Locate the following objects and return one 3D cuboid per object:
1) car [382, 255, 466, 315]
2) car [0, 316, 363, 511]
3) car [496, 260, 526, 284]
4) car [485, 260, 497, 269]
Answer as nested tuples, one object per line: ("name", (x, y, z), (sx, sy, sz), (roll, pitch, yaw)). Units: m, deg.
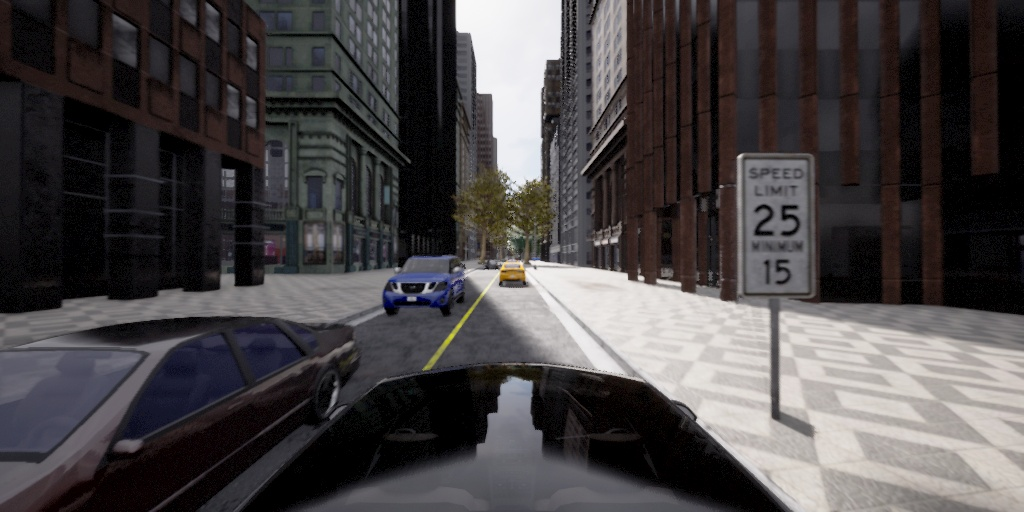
("car", (-3.106, 0.976, 13.870), (2.150, 2.045, 5.566), (0, 0, 0))
("car", (-3.098, 1.300, 3.006), (2.033, 1.411, 5.357), (0, 0, -1))
("car", (0.051, 1.232, 26.657), (1.882, 1.535, 5.008), (0, 0, 0))
("car", (-3.127, 1.293, 55.066), (1.812, 1.442, 4.674), (0, 0, 0))
